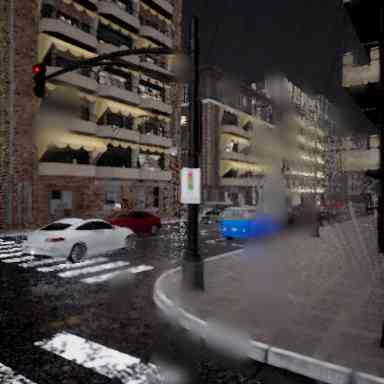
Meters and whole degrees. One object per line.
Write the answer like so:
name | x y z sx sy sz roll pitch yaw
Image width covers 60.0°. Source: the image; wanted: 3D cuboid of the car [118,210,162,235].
car | -3.637 1.762 18.711 1.812 1.442 4.674 0 -1 35

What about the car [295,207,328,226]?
car | 9.457 2.128 27.225 1.802 1.307 4.206 -1 -2 35

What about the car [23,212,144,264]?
car | -3.979 1.678 12.488 1.812 1.442 4.674 0 -1 25

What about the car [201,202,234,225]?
car | 2.696 1.802 27.619 2.097 1.767 4.553 0 -1 35

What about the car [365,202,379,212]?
car | 31.940 2.606 58.824 2.192 1.841 5.009 -1 -2 35

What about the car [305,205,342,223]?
car | 12.666 2.203 31.742 2.008 1.369 4.403 -1 -2 35

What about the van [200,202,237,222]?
van | 2.623 1.843 32.023 1.690 1.788 3.998 -1 -2 35

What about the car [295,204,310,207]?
car | 15.117 2.335 44.997 1.882 1.535 5.008 0 -1 36

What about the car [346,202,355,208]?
car | 41.020 3.295 86.072 1.752 1.417 4.829 -1 -2 35

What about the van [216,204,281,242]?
van | 3.180 1.675 18.101 1.690 1.788 3.998 -1 -2 35

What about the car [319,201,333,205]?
car | 25.078 2.828 63.629 1.802 1.307 4.206 -1 -2 35

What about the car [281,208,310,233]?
car | 6.250 2.005 22.710 1.947 1.339 4.313 -1 -2 35

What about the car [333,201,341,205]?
car | 28.286 2.667 68.150 2.192 1.841 5.009 -1 -2 35
